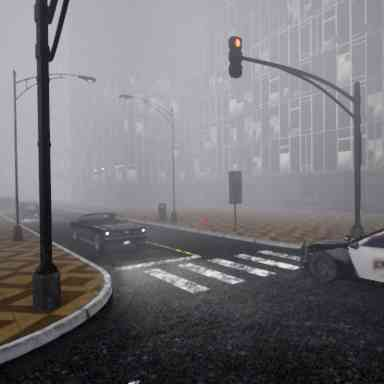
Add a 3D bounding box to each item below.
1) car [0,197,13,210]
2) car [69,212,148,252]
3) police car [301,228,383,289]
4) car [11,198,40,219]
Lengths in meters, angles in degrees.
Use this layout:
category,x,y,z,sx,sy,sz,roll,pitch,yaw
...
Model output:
category,x,y,z,sx,sy,sz,roll,pitch,yaw
car,-24.038,1.422,43.481,1.882,1.535,5.008,-1,1,-35
car,-3.700,1.574,14.224,1.895,1.301,4.718,-1,1,-35
police car,4.773,1.438,7.300,2.038,1.542,4.974,-1,1,-34
car,-14.146,1.504,29.162,2.033,1.411,5.357,-1,1,-35
